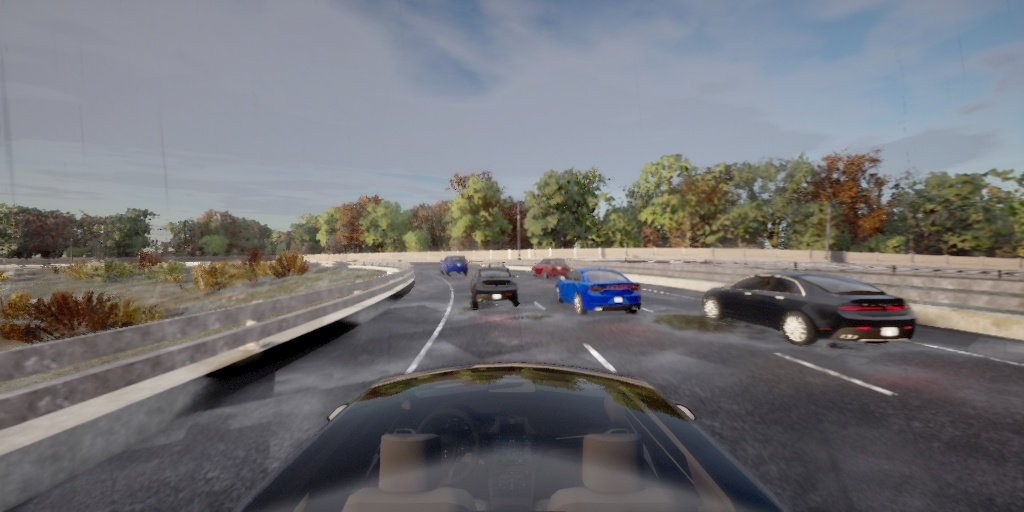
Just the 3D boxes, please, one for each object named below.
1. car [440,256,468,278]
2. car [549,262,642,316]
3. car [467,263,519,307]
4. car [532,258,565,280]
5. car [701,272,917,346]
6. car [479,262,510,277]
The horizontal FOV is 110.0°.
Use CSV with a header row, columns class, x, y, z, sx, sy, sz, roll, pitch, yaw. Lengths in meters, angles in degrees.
class,x,y,z,sx,sy,sz,roll,pitch,yaw
car,-6.089,0.988,37.515,2.150,2.045,5.566,-1,0,-20
car,2.939,1.163,13.218,1.882,1.535,5.008,-1,0,-6
car,-0.862,1.240,15.565,1.837,1.490,4.892,0,0,-7
car,3.225,0.999,30.662,2.097,1.767,4.553,-1,0,-15
car,6.792,1.144,9.009,1.837,1.490,4.892,0,0,-4
car,-1.809,1.310,35.756,1.895,1.301,4.718,-1,0,-18
